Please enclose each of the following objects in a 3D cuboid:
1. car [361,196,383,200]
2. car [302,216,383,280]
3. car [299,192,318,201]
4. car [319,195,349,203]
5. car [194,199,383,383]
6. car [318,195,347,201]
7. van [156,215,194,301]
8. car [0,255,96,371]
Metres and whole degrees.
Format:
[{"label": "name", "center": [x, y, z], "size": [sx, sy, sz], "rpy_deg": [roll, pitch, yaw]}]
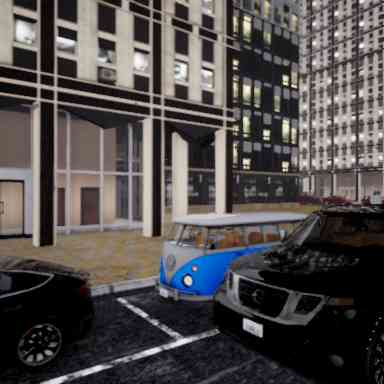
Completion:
[{"label": "car", "center": [23.916, 1.251, 42.703], "size": [1.967, 1.590, 4.097], "rpy_deg": [2, 0, -36]}, {"label": "car", "center": [5.778, 1.593, 10.710], "size": [4.403, 1.369, 2.008], "rpy_deg": [0, 0, -36]}, {"label": "car", "center": [17.407, 0.910, 51.750], "size": [2.192, 1.841, 5.009], "rpy_deg": [2, 0, -36]}, {"label": "car", "center": [24.164, 1.198, 56.697], "size": [1.802, 1.307, 4.206], "rpy_deg": [2, 0, -36]}, {"label": "car", "center": [2.956, 1.243, 5.501], "size": [5.566, 2.045, 2.150], "rpy_deg": [0, 0, -36]}, {"label": "car", "center": [20.655, 1.284, 47.227], "size": [1.802, 1.307, 4.206], "rpy_deg": [2, 0, -36]}, {"label": "van", "center": [1.186, 1.361, 7.421], "size": [3.998, 1.788, 1.690], "rpy_deg": [0, 0, -36]}, {"label": "car", "center": [-3.405, 1.563, 4.130], "size": [4.313, 1.339, 1.947], "rpy_deg": [0, 0, -36]}]
